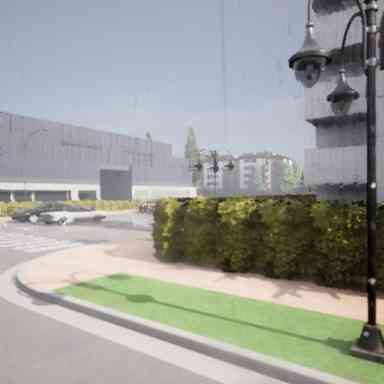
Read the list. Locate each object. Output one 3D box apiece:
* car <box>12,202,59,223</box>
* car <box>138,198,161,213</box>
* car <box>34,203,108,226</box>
[{"bbox_3d":[-11.477,1.572,26.174,1.837,1.490,4.892,0,0,37],"label":"car"},{"bbox_3d":[-3.885,1.418,36.784,2.097,1.767,4.553,0,0,35],"label":"car"},{"bbox_3d":[-8.537,1.660,24.121,1.895,1.301,4.718,0,0,34],"label":"car"}]
